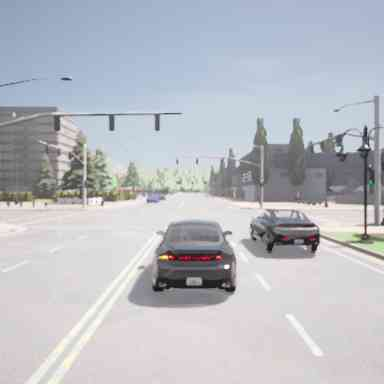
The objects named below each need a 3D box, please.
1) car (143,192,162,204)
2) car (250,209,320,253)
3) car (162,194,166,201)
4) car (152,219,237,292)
[{"bbox_3d":[-7.057,1.275,59.655,1.882,1.535,5.008,0,0,1],"label":"car"},{"bbox_3d":[3.581,1.443,13.523,2.128,1.511,4.902,0,0,0],"label":"car"},{"bbox_3d":[-7.012,1.224,74.867,1.882,1.535,5.008,0,0,0],"label":"car"},{"bbox_3d":[0.060,1.474,8.843,1.837,1.490,4.892,0,0,0],"label":"car"}]
